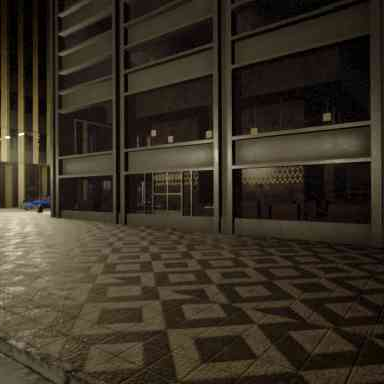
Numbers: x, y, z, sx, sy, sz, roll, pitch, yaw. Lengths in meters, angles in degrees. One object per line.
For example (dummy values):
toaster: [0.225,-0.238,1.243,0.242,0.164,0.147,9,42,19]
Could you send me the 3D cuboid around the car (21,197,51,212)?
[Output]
car: [-16.572,1.332,37.553,1.882,1.535,5.008,0,0,36]
